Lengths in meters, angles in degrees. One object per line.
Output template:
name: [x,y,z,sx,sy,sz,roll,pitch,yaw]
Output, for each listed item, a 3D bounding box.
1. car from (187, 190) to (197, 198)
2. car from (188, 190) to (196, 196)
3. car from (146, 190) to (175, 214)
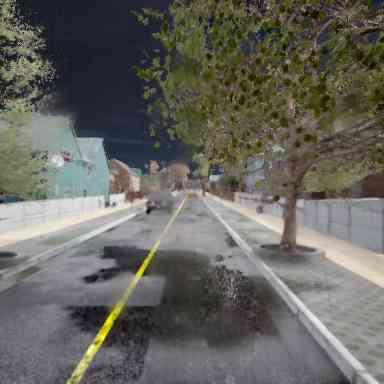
car: [0.000,0.458,75.380,1.882,1.535,5.008,0,1,0]
car: [0.001,0.205,85.664,2.128,1.511,4.902,0,1,0]
car: [-2.749,0.829,29.922,2.150,2.045,5.566,0,1,0]
